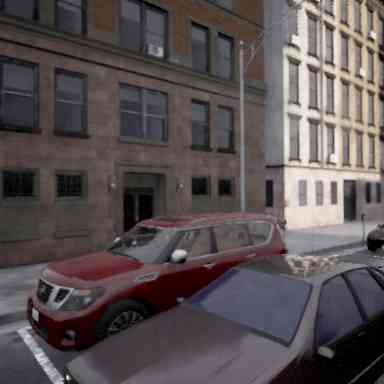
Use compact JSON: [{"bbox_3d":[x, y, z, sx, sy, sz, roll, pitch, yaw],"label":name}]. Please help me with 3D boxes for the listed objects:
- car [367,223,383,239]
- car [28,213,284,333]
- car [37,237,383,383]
[{"bbox_3d":[8.674,1.611,13.268,4.313,1.339,1.947,0,-1,-39],"label":"car"},{"bbox_3d":[-0.201,1.376,6.182,5.009,1.841,2.192,0,-1,-39],"label":"car"},{"bbox_3d":[1.254,1.578,4.137,5.357,1.411,2.033,0,-1,-41],"label":"car"}]
